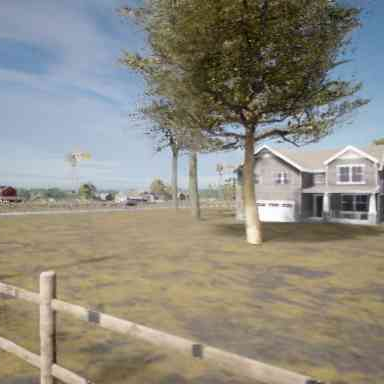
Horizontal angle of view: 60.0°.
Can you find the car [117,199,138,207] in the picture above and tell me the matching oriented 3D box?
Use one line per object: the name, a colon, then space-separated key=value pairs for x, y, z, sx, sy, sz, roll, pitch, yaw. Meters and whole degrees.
car: x=-13.405 y=2.237 z=69.488 sx=2.097 sy=1.767 sz=4.553 roll=0 pitch=-1 yaw=36
